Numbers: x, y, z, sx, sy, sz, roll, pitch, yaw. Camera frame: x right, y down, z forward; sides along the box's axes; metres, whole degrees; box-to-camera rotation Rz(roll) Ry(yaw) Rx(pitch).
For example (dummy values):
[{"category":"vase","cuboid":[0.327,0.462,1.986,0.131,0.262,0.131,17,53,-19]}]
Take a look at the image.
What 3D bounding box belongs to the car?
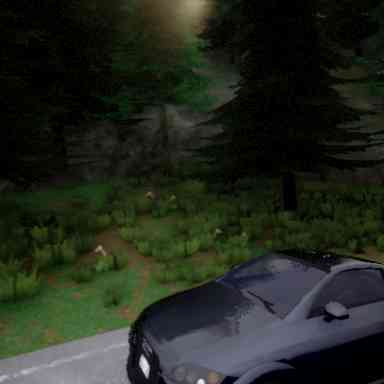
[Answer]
[{"category":"car","cuboid":[1.356,1.465,4.052,4.181,1.385,1.994,-1,2,-24]}]
